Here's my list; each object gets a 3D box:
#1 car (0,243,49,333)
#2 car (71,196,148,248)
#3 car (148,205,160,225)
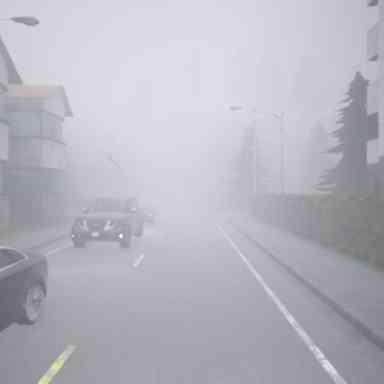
[{"bbox_3d":[-3.597,1.494,4.328,2.128,1.511,4.902,0,0,0],"label":"car"},{"bbox_3d":[-3.574,1.226,15.137,2.150,2.045,5.566,0,0,0],"label":"car"},{"bbox_3d":[-3.495,1.628,24.169,1.895,1.301,4.718,0,0,0],"label":"car"}]
